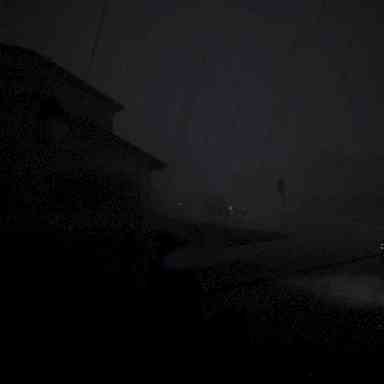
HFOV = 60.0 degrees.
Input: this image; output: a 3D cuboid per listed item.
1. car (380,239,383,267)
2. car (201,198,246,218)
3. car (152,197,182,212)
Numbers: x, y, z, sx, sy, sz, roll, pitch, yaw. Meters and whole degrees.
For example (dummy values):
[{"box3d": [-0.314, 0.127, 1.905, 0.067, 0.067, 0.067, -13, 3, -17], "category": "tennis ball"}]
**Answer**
[{"box3d": [7.555, 1.477, 9.975, 5.008, 1.535, 1.882, 0, 0, -35], "category": "car"}, {"box3d": [2.796, 1.352, 30.209, 2.097, 1.767, 4.553, 0, 0, -36], "category": "car"}, {"box3d": [-3.047, 1.352, 38.484, 2.097, 1.767, 4.553, 0, 0, -35], "category": "car"}]
